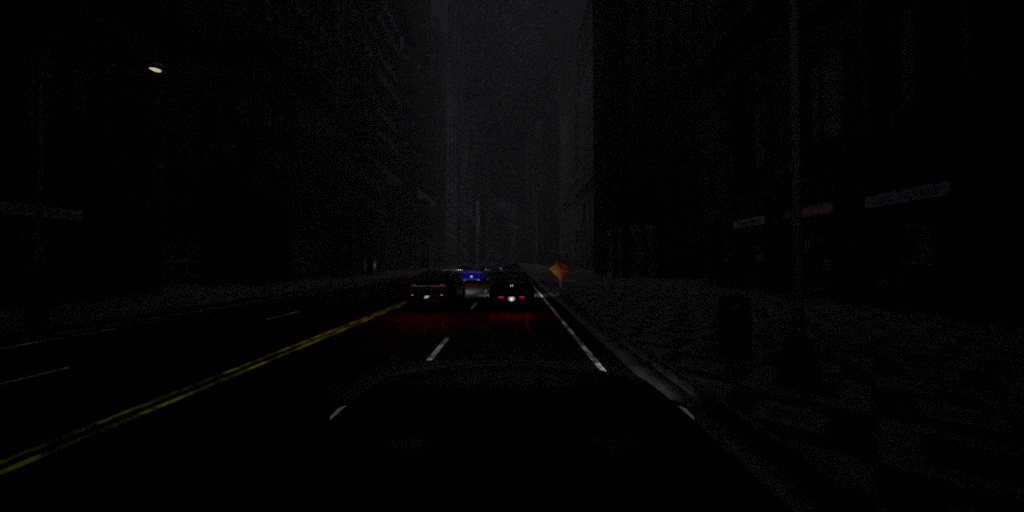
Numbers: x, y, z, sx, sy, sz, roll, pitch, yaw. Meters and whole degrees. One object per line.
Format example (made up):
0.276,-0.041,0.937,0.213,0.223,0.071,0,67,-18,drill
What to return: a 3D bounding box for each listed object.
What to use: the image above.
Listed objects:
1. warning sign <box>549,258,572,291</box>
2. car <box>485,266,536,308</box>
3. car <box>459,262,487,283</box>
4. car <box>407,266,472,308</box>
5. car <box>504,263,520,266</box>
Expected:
2.835,1.052,20.817,1.300,1.860,1.060,0,0,0,warning sign
-0.008,1.398,16.138,1.837,1.490,4.892,0,0,0,car
-3.269,1.523,31.318,1.882,1.535,5.008,0,0,0,car
-3.258,1.383,16.138,2.128,1.511,4.902,0,0,0,car
-0.022,1.391,30.926,2.097,1.767,4.553,0,-1,0,car
